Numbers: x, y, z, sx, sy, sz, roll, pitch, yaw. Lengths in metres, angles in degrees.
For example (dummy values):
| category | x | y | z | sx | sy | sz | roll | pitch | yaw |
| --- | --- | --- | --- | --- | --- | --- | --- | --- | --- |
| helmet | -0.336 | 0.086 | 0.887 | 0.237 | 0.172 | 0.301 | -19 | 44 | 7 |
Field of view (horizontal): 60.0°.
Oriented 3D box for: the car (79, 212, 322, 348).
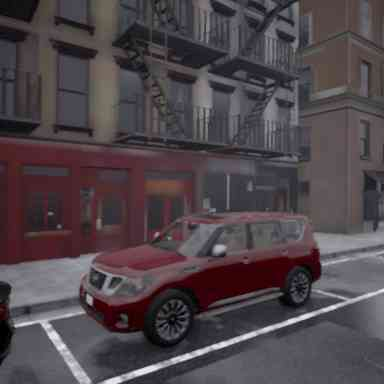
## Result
| category | x | y | z | sx | sy | sz | roll | pitch | yaw |
| --- | --- | --- | --- | --- | --- | --- | --- | --- | --- |
| car | 0.488 | 1.353 | 6.542 | 5.009 | 1.841 | 2.192 | 1 | 0 | -35 |

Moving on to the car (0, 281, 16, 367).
| category | x | y | z | sx | sy | sz | roll | pitch | yaw |
| --- | --- | --- | --- | --- | --- | --- | --- | --- | --- |
| car | -4.139 | 1.550 | 3.247 | 4.313 | 1.339 | 1.947 | 1 | 0 | -35 |
